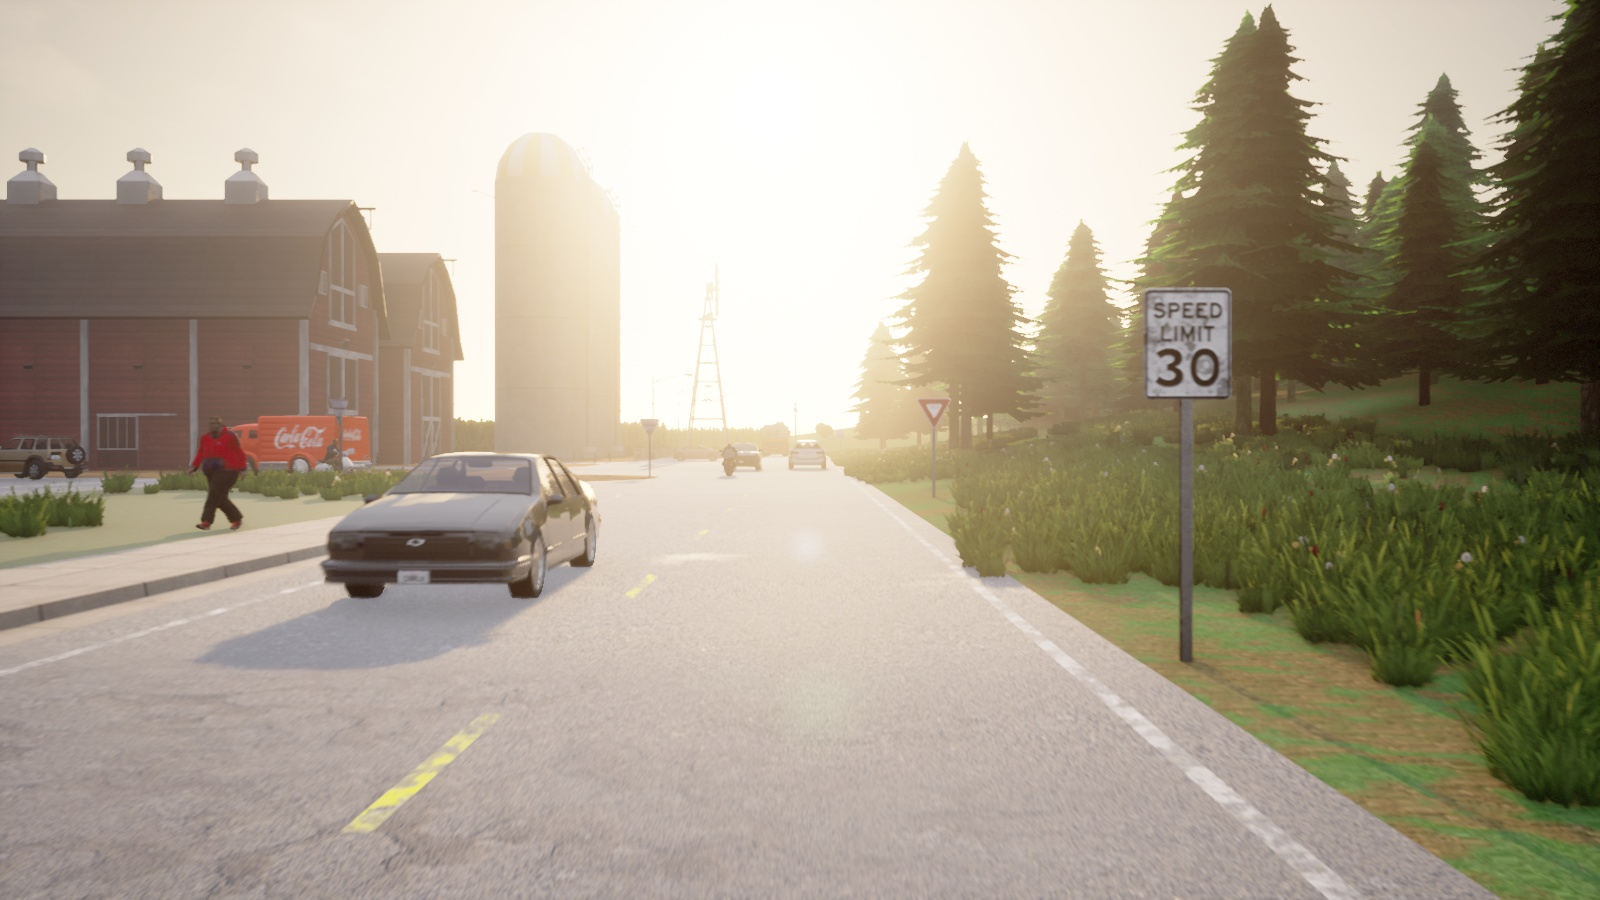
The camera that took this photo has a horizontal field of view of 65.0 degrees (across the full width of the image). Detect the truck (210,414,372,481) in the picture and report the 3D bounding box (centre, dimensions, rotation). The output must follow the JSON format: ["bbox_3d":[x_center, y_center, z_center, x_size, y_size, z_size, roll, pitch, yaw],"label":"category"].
[{"bbox_3d":[-19.362,-0.093,47.839,5.204,2.467,2.627,0,0,17],"label":"truck"}]

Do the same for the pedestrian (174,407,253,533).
[{"bbox_3d":[-8.798,0.285,18.859,0.634,1.844,0.899,0,0,19],"label":"pedestrian"}]

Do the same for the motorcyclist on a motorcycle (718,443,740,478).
[{"bbox_3d":[-3.165,0.462,56.192,0.866,1.530,2.191,0,0,0],"label":"motorcyclist on a motorcycle"}]

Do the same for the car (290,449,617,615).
[{"bbox_3d":[-3.407,0.714,13.613,2.033,1.411,5.357,0,0,0],"label":"car"}]

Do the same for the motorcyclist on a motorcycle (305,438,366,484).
[{"bbox_3d":[-16.001,0.368,43.238,1.817,1.590,0.866,0,0,18],"label":"motorcyclist on a motorcycle"}]

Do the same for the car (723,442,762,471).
[{"bbox_3d":[-3.094,0.335,68.640,1.882,1.535,5.008,0,0,0],"label":"car"}]

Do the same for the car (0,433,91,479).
[{"bbox_3d":[-31.768,0.233,51.705,4.605,1.855,1.932,0,0,19],"label":"car"}]

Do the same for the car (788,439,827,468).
[{"bbox_3d":[0.435,0.176,73.648,2.242,1.667,4.611,0,0,0],"label":"car"}]
